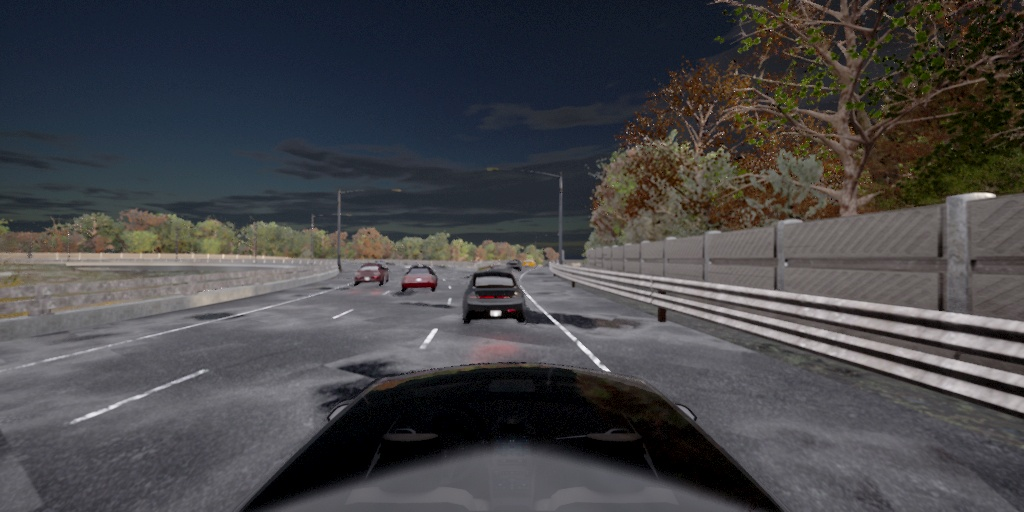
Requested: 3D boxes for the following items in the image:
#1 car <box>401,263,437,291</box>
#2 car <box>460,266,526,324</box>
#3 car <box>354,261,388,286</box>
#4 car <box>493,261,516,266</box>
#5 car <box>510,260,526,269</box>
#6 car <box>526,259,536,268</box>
[{"bbox_3d":[-5.710,1.338,22.374,1.994,1.385,4.181,0,0,-11],"label":"car"},{"bbox_3d":[-0.666,1.269,12.062,1.837,1.490,4.892,0,0,-5],"label":"car"},{"bbox_3d":[-9.953,1.304,25.552,1.812,1.442,4.674,0,0,-13],"label":"car"},{"bbox_3d":[-0.913,1.384,31.422,1.895,1.301,4.718,0,0,2],"label":"car"},{"bbox_3d":[0.408,1.307,47.897,1.837,1.490,4.892,0,0,7],"label":"car"},{"bbox_3d":[3.044,1.307,63.010,1.882,1.535,5.008,0,0,11],"label":"car"}]
